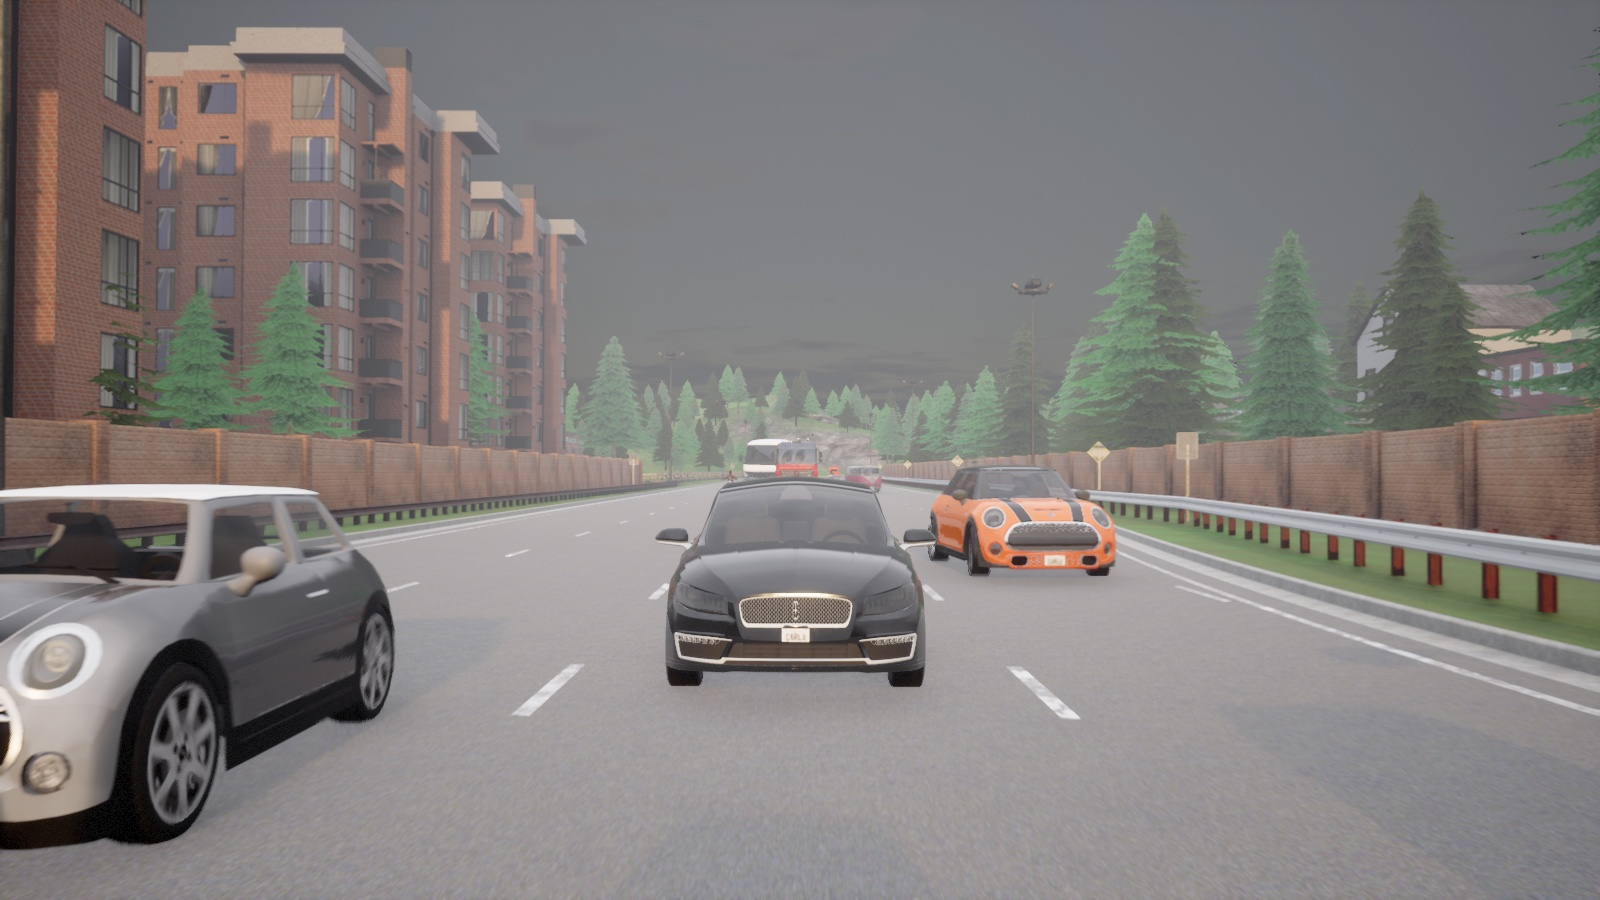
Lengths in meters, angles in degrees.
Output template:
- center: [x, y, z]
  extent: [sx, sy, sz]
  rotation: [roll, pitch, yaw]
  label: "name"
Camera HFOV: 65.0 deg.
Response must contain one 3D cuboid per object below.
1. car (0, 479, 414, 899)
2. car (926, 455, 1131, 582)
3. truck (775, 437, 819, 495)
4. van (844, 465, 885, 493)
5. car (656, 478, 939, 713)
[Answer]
- center: [-3.516, 0.902, 6.348]
  extent: [1.970, 1.475, 3.806]
  rotation: [0, -1, 0]
  label: "car"
- center: [3.455, 0.998, 19.990]
  extent: [2.097, 1.767, 4.553]
  rotation: [0, -1, -5]
  label: "car"
- center: [-0.214, 1.117, 86.569]
  extent: [2.891, 3.827, 8.468]
  rotation: [0, -1, 0]
  label: "truck"
- center: [4.666, 2.099, 91.482]
  extent: [1.775, 1.987, 4.442]
  rotation: [0, -1, -14]
  label: "van"
- center: [-0.026, 1.000, 10.625]
  extent: [1.837, 1.490, 4.892]
  rotation: [0, -1, 0]
  label: "car"
